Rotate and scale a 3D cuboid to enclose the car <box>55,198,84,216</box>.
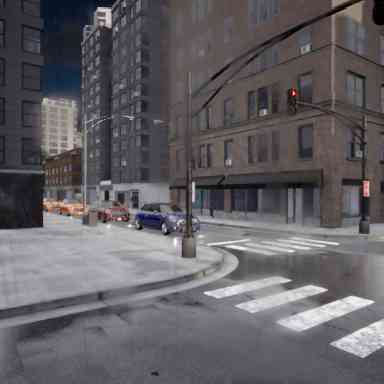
[{"bbox_3d":[-12.313,1.502,34.610,2.097,1.767,4.553,0,0,-35],"label":"car"}]

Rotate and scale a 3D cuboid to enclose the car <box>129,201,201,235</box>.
[{"bbox_3d":[-1.514,1.420,19.459,2.097,1.767,4.553,0,0,-38],"label":"car"}]

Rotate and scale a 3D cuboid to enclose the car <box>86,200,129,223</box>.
[{"bbox_3d":[-6.713,1.460,26.741,2.097,1.767,4.553,0,0,-35],"label":"car"}]

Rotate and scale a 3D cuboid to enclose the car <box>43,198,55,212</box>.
[{"bbox_3d":[-17.924,1.543,42.487,2.097,1.767,4.553,0,0,-35],"label":"car"}]

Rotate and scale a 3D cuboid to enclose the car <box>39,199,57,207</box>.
[{"bbox_3d":[-24.835,1.864,57.164,1.895,1.301,4.718,0,0,-35],"label":"car"}]
